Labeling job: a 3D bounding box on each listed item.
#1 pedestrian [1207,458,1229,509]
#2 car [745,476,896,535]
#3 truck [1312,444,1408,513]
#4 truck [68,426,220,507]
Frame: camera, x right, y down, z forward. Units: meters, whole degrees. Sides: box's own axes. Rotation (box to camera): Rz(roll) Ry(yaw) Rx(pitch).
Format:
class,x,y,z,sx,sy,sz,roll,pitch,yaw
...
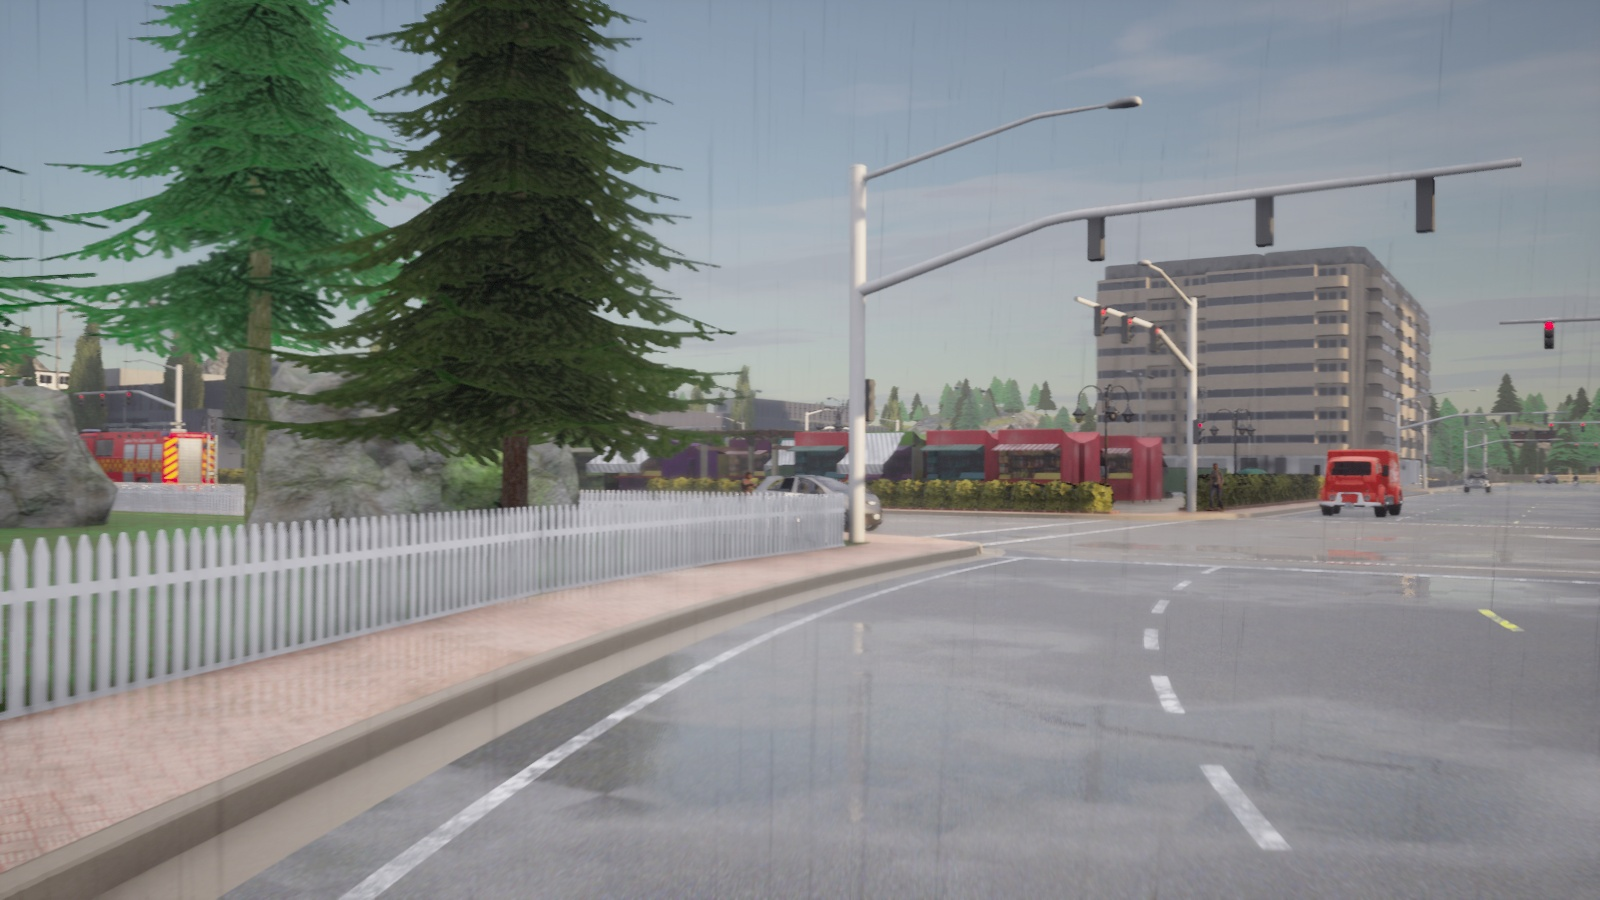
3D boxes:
class,x,y,z,sx,sy,sz,roll,pitch,yaw
pedestrian,14.898,1.175,44.789,0.869,1.805,0.328,1,-1,-40
car,0.547,1.448,33.786,3.633,1.501,1.845,-1,-1,32
truck,21.170,1.059,47.325,2.627,2.467,5.204,-1,-1,32
truck,-33.031,0.861,63.129,8.468,3.827,2.891,-1,-1,32
